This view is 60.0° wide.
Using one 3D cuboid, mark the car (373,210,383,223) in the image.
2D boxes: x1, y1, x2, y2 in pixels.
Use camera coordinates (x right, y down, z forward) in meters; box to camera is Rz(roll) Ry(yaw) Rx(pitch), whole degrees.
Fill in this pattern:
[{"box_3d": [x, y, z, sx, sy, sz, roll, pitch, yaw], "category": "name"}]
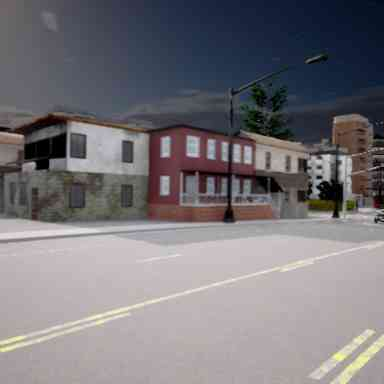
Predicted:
[{"box_3d": [20.904, 2.639, 35.205, 4.674, 1.442, 1.812, 3, -1, -44], "category": "car"}]
